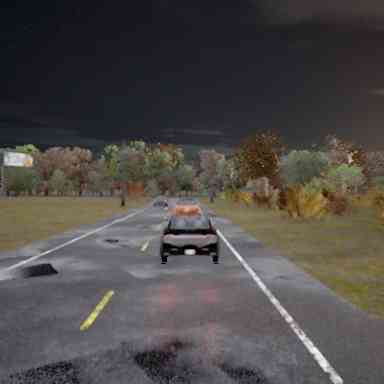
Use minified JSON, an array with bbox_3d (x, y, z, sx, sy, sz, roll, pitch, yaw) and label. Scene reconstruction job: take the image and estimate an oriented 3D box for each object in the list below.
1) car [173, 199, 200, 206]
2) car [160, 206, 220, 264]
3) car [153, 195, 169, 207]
[{"bbox_3d":[-0.420,1.335,26.856,2.097,1.767,4.553,0,0,-1],"label":"car"},{"bbox_3d":[-0.086,1.487,11.861,2.128,1.511,4.902,0,0,-1],"label":"car"},{"bbox_3d":[-4.601,1.316,49.482,2.097,1.767,4.553,0,0,-1],"label":"car"}]
